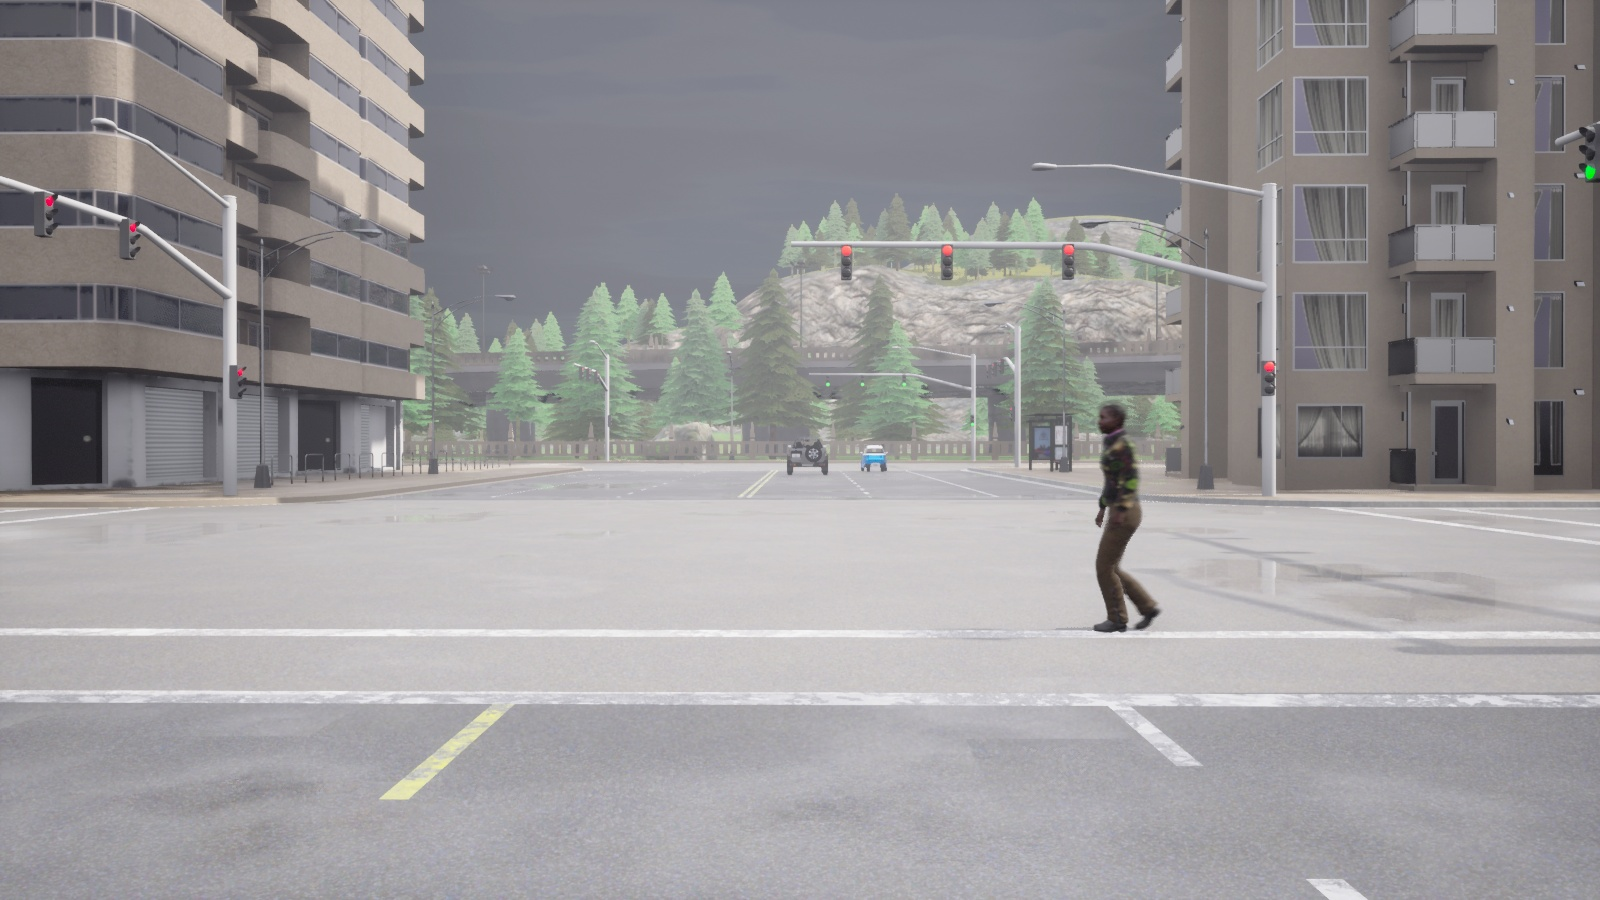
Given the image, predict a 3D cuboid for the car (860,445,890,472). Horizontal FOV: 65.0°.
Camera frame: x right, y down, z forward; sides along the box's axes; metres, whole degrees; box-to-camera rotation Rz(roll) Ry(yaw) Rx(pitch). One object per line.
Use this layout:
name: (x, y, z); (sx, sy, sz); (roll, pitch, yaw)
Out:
car: (3.905, 0.432, 65.780); (1.481, 1.376, 2.207); (0, 1, 1)

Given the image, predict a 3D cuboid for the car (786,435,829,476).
car: (0.350, 0.229, 59.264); (1.932, 1.855, 4.605); (0, 0, 0)

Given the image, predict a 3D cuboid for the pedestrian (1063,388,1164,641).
pedestrian: (2.439, 0.491, 9.792); (0.692, 1.930, 0.395); (0, 0, 2)
